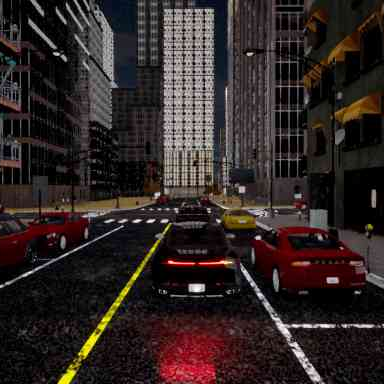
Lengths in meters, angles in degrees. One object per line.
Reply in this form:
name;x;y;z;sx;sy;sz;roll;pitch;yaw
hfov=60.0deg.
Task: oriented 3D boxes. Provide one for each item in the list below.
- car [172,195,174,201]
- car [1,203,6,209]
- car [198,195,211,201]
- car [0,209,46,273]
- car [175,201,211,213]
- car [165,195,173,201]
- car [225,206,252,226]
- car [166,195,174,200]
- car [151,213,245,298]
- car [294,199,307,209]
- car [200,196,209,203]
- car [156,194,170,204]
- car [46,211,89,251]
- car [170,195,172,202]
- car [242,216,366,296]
car;-5.834;1.312;74.227;2.192;1.841;5.009;-1;0;0
car;-23.916;1.745;38.348;4.097;1.590;1.967;-1;1;-1
car;2.567;1.437;63.121;1.967;1.590;4.097;-1;0;0
car;-5.715;1.439;8.547;1.967;1.590;4.097;-1;0;0
car;0.063;1.475;18.751;1.882;1.535;5.008;0;0;0
car;-5.852;1.523;85.175;1.752;1.417;4.829;-1;0;0
car;2.646;1.523;19.765;1.752;1.417;4.829;-1;0;0
car;-5.862;1.543;90.904;1.887;1.381;4.507;-1;0;0
car;0.083;1.503;8.478;1.837;1.490;4.892;0;0;0
car;14.182;1.255;38.741;4.507;1.381;1.887;-1;1;-1
car;2.558;1.522;68.851;1.752;1.417;4.829;-1;0;0
car;-5.812;1.541;63.107;1.887;1.381;4.507;-1;0;0
car;-5.724;1.543;14.071;1.887;1.381;4.507;-1;0;0
car;-5.824;1.312;68.667;2.192;1.841;5.009;-1;0;0
car;2.667;1.543;8.548;1.887;1.381;4.507;-1;0;0
